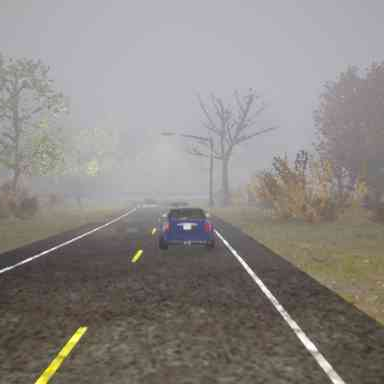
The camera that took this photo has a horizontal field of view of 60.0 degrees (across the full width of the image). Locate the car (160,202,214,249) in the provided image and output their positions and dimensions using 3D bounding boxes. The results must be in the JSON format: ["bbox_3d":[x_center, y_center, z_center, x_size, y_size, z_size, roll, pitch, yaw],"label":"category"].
[{"bbox_3d":[-0.254,1.361,14.679,2.097,1.767,4.553,0,0,-2],"label":"car"}]

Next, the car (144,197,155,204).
[{"bbox_3d":[-7.957,1.630,62.190,1.895,1.301,4.718,0,0,-8],"label":"car"}]

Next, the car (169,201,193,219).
[{"bbox_3d":[-1.021,1.563,29.748,1.994,1.385,4.181,0,0,-4],"label":"car"}]
